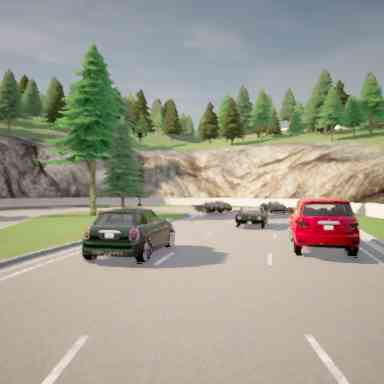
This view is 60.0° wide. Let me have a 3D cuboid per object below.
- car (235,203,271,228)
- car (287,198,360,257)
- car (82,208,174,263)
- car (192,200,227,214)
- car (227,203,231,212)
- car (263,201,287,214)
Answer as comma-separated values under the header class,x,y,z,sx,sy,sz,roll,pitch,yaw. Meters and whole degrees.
class,x,y,z,sx,sy,sz,roll,pitch,yaw
car,4.191,1.662,23.027,1.895,1.301,4.718,0,0,15
car,5.148,1.260,13.460,2.150,2.045,5.566,0,0,15
car,-2.128,1.380,12.376,2.097,1.767,4.553,0,0,12
car,1.681,1.692,36.723,1.895,1.301,4.718,0,0,-22
car,2.880,1.666,40.714,1.994,1.385,4.181,0,0,-37
car,8.747,1.664,37.083,1.994,1.385,4.181,0,0,-15
